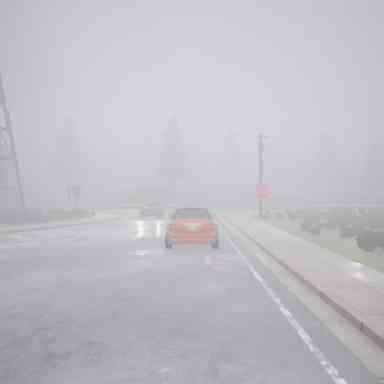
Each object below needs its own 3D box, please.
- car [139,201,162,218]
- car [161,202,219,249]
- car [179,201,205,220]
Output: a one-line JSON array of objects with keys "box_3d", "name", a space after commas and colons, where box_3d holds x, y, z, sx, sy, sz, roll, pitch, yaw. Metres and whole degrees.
[{"box_3d": [-3.500, 1.558, 29.660, 1.837, 1.490, 4.892, 0, 0, 0], "name": "car"}, {"box_3d": [0.000, 1.363, 14.620, 2.097, 1.767, 4.553, 0, 0, 0], "name": "car"}, {"box_3d": [0.000, 1.561, 29.650, 2.033, 1.411, 5.357, 0, 0, 0], "name": "car"}]
